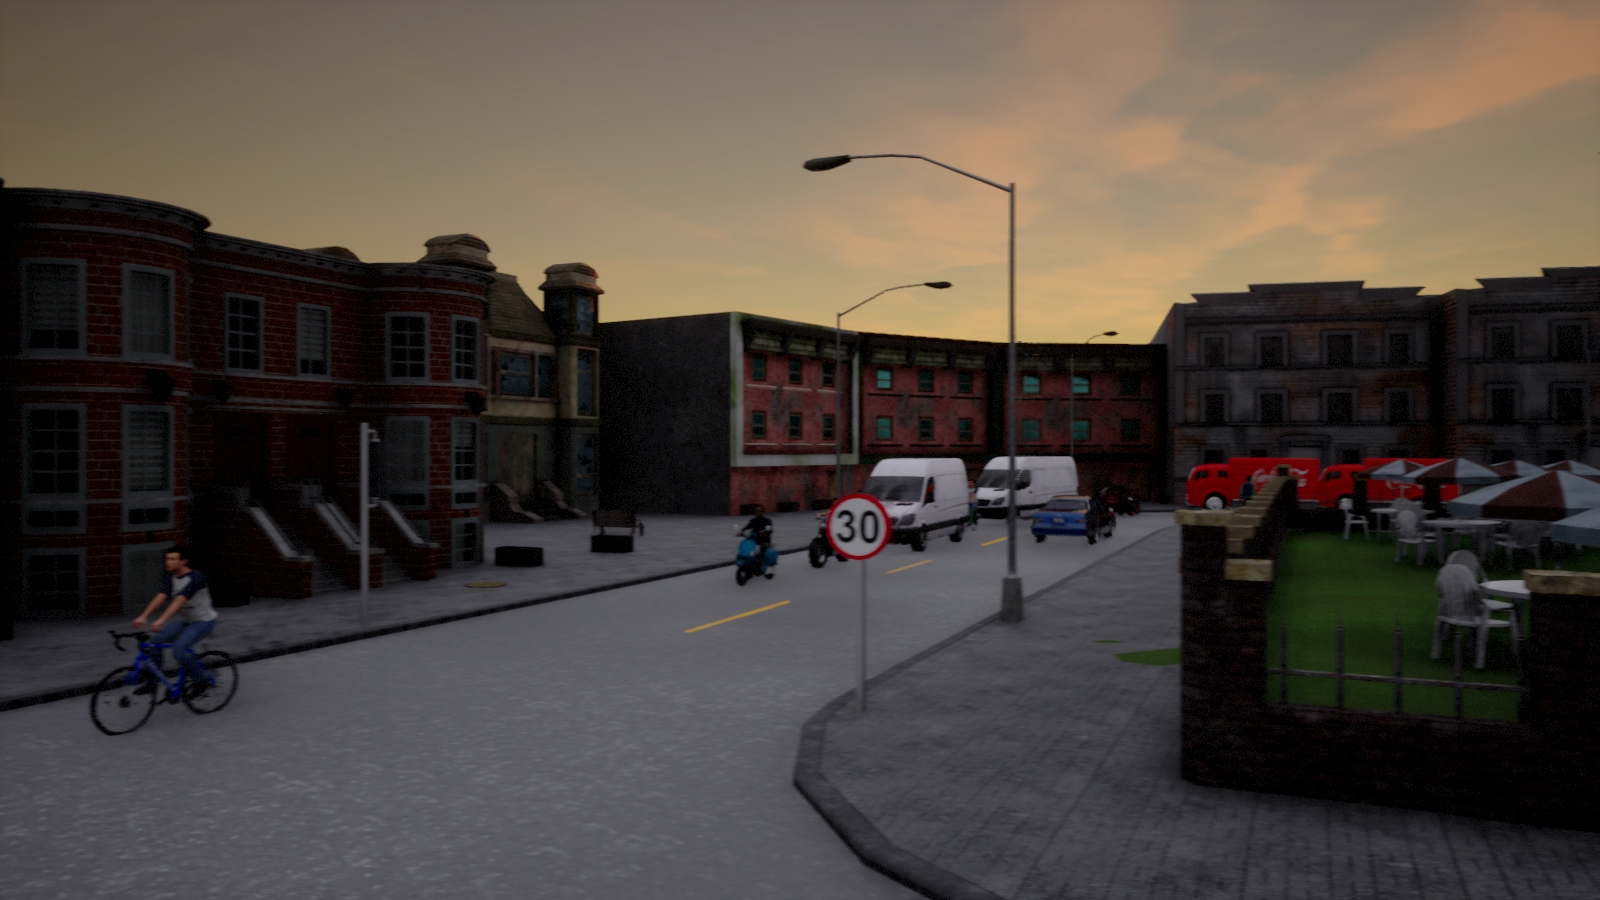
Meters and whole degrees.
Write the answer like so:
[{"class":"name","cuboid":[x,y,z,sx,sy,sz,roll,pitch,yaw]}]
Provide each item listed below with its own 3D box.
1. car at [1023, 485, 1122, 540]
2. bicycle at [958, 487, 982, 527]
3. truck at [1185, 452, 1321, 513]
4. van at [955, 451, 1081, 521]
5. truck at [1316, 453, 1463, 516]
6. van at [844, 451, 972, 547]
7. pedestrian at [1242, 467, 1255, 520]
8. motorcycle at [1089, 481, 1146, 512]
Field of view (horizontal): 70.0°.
[{"class":"car","cuboid":[8.560,1.882,35.561,2.033,1.411,5.357,0,0,24]},{"class":"bicycle","cuboid":[5.817,1.932,39.061,0.373,1.296,1.643,0,0,25]},{"class":"truck","cuboid":[19.282,1.344,48.925,5.204,2.467,2.627,0,0,17]},{"class":"van","cuboid":[8.594,1.311,44.601,1.988,2.561,5.915,0,0,43]},{"class":"truck","cuboid":[24.142,1.343,47.044,5.204,2.467,2.627,0,0,23]},{"class":"van","cuboid":[3.306,1.311,33.648,1.988,2.561,5.915,0,0,24]},{"class":"pedestrian","cuboid":[15.803,1.520,40.228,0.375,1.860,0.375,0,0,28]},{"class":"motorcycle","cuboid":[13.467,1.982,48.501,2.209,1.251,0.867,0,0,-17]}]
